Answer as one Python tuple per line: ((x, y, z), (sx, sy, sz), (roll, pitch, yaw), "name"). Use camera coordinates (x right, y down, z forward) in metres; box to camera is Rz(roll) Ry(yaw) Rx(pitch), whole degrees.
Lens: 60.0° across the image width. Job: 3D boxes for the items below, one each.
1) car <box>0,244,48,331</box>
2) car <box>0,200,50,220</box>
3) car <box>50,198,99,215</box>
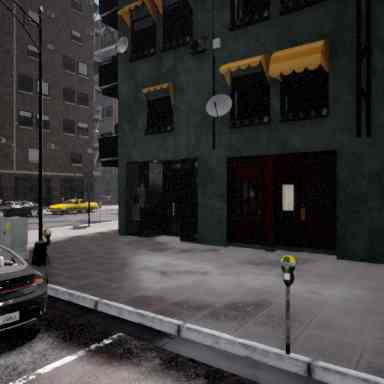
((-4.355, 1.551, 5.976), (4.403, 1.369, 2.008), (0, 0, 35), "car")
((-13.928, 1.349, 25.982), (2.008, 1.369, 4.403), (1, 1, 35), "car")
((-10.840, 1.249, 30.408), (1.752, 1.417, 4.829), (1, 1, 35), "car")
